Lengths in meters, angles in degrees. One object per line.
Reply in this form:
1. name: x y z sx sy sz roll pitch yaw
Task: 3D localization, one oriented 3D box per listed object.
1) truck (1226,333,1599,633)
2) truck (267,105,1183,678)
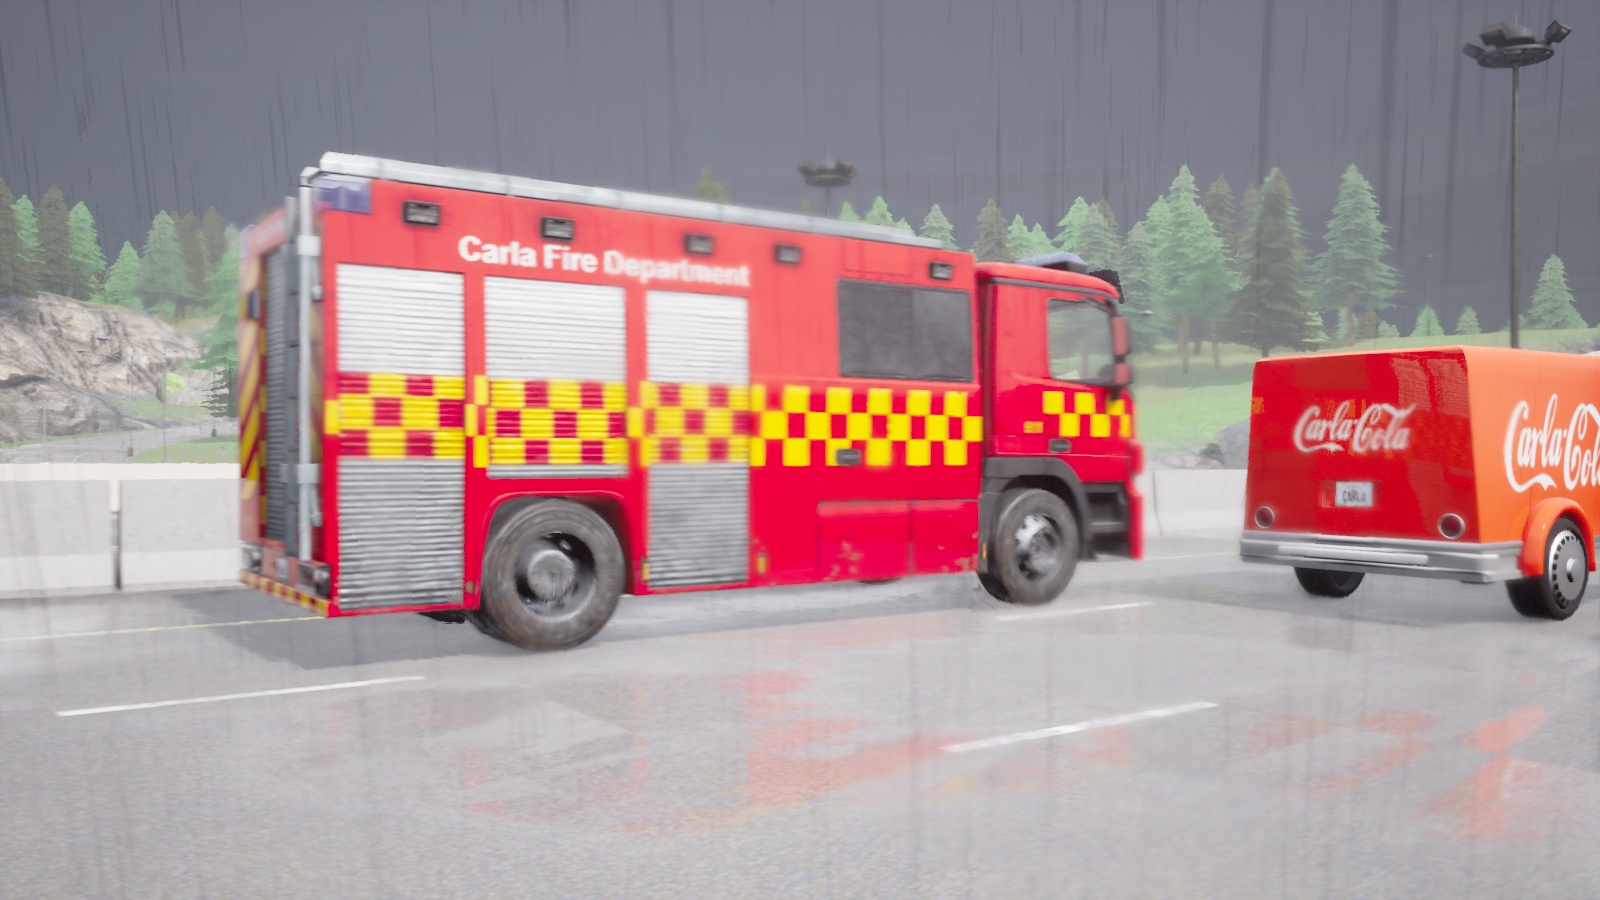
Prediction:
1. truck: 7.119 0.275 12.880 5.204 2.467 2.627 0 0 -35
2. truck: -0.268 -0.390 12.006 8.468 3.827 2.891 0 0 -35
